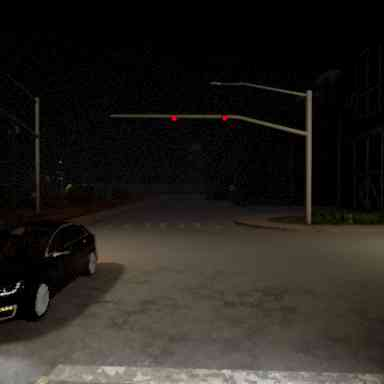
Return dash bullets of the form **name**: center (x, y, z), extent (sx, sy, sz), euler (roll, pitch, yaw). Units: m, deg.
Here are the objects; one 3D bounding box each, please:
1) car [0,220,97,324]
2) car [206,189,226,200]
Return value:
- **car**: center (-3.480, 1.428, 7.200), extent (1.837, 1.490, 4.892), euler (0, 0, 0)
- **car**: center (4.322, 0.481, 60.498), extent (1.905, 1.878, 3.866), euler (-8, 4, -42)
